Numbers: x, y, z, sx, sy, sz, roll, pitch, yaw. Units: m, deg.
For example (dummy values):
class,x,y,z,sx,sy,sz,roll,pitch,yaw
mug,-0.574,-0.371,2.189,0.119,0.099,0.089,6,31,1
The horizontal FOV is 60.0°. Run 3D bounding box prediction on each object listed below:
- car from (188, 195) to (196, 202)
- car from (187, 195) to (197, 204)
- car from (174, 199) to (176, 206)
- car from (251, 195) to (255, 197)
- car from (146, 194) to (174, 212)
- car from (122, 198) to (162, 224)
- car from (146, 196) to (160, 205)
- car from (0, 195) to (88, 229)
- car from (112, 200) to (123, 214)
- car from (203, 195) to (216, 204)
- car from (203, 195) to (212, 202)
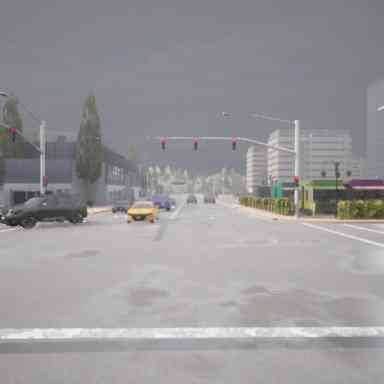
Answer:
class,x,y,z,sx,sy,sz,roll,pitch,yaw
car,-0.018,1.347,73.978,1.837,1.490,4.892,0,0,0
car,-0.016,1.470,63.705,2.128,1.511,4.902,0,0,0
car,-3.604,1.546,53.464,1.994,1.385,4.181,0,0,0
car,17.748,1.123,86.877,4.605,1.855,1.932,0,0,-2
car,-3.603,1.209,38.710,2.150,2.045,5.566,0,0,0
car,-3.606,1.469,24.925,1.882,1.535,5.008,0,0,0
car,-7.076,1.527,60.883,2.033,1.411,5.357,0,0,0
car,-9.595,1.216,22.092,2.150,2.045,5.566,2,1,37
car,-7.107,1.552,35.152,1.994,1.385,4.181,0,0,0
car,3.484,1.470,63.706,2.128,1.511,4.902,0,0,0
car,3.482,1.371,73.981,1.812,1.442,4.674,0,0,0
